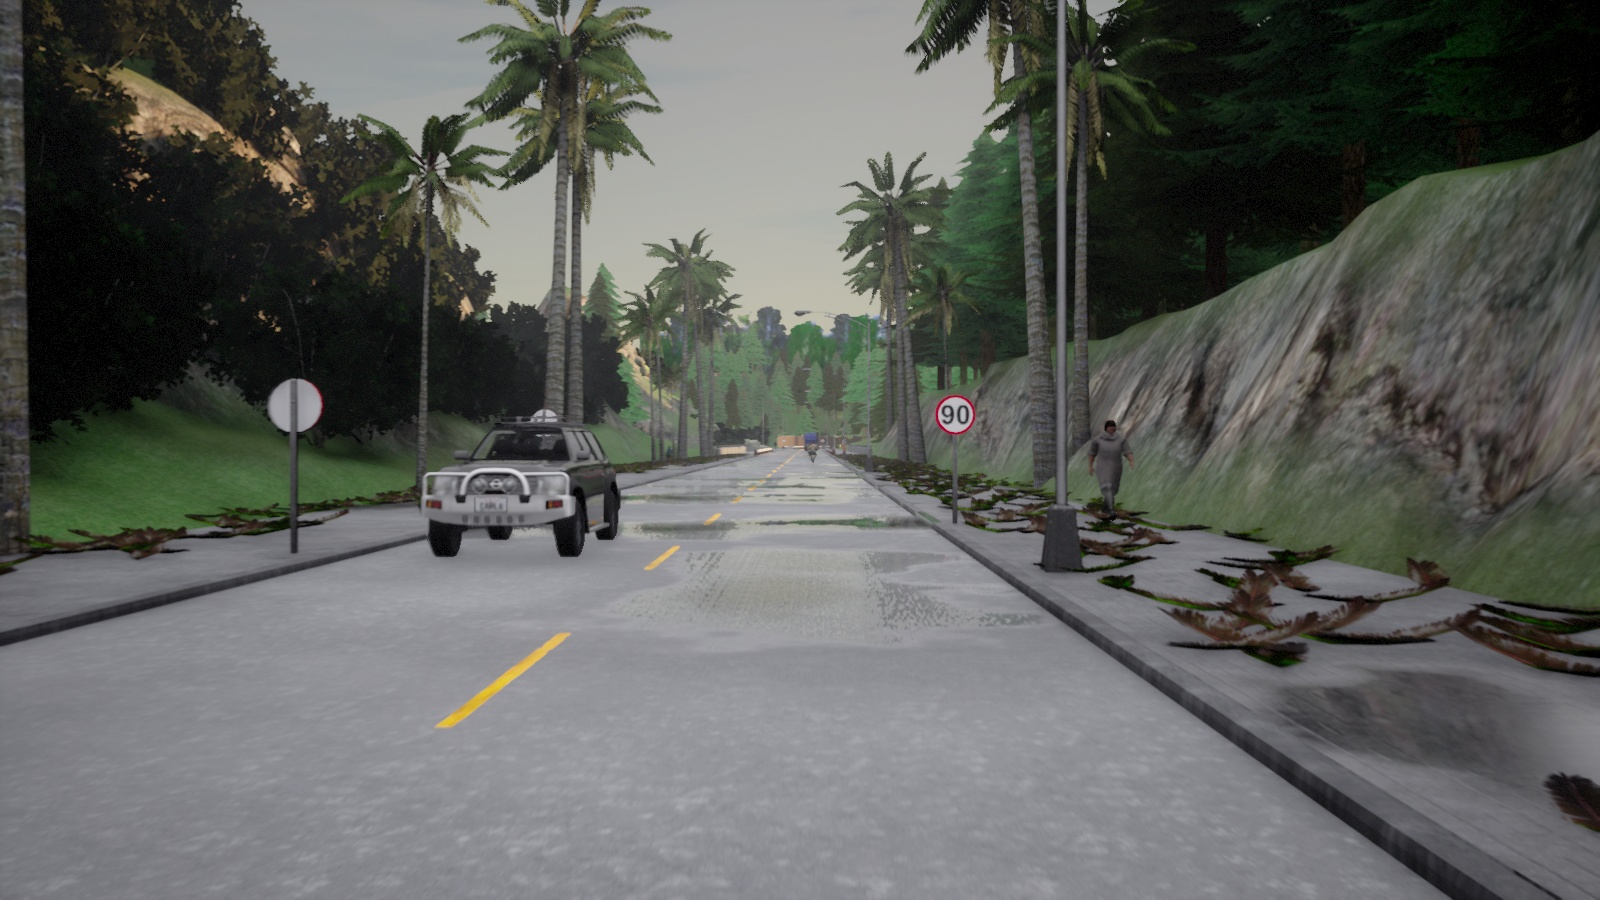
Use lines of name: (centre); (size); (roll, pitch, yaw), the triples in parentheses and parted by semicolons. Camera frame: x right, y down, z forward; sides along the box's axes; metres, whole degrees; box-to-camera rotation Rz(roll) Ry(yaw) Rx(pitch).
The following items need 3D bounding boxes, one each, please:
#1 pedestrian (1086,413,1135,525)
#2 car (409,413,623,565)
pedestrian: (5.518, 0.334, 22.329); (0.659, 1.952, 0.873); (0, 0, 0)
car: (-3.805, 0.460, 17.673); (1.932, 1.855, 4.605); (0, 0, 1)
